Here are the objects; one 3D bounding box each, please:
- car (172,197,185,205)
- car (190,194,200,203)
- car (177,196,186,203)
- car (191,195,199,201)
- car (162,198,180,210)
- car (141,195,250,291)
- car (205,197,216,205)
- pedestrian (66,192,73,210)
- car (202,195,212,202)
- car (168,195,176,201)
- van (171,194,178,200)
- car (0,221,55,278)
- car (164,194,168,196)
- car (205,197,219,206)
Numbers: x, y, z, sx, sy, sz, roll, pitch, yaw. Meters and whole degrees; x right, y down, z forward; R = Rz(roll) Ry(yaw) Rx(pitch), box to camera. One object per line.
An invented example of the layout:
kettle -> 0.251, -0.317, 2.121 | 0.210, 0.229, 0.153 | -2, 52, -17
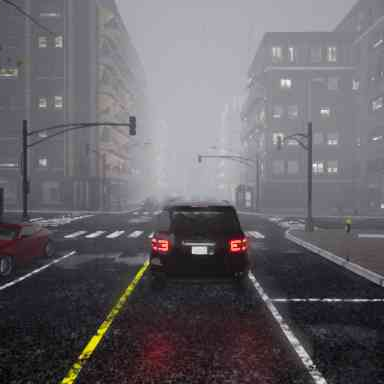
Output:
car -> -2.466, 1.563, 61.610 | 1.994, 1.385, 4.181 | 0, 0, 1
car -> 0.724, 1.354, 72.938 | 2.097, 1.767, 4.553 | 0, 0, 1
car -> -2.302, 1.522, 71.915 | 1.812, 1.442, 4.674 | 0, 0, 1
car -> 0.806, 1.477, 82.715 | 1.882, 1.535, 5.008 | 0, 0, 1
car -> -2.671, 1.562, 43.069 | 1.994, 1.385, 4.181 | 0, 0, 2
car -> 0.171, 1.221, 9.114 | 2.150, 2.045, 5.566 | 0, 0, 1
car -> 3.260, 1.543, 59.268 | 1.887, 1.381, 4.507 | 0, 0, 1
pedestrian -> -12.395, 0.902, 33.504 | 0.375, 1.860, 0.375 | 0, -1, 0
car -> 3.426, 1.440, 76.184 | 1.967, 1.590, 4.097 | 0, 0, 1
car -> -4.899, 1.525, 81.741 | 1.752, 1.417, 4.829 | 0, 0, 1
van -> -4.786, 1.340, 93.188 | 1.690, 1.788, 3.998 | 0, 0, 1
car -> -5.607, 1.581, 10.033 | 1.802, 1.307, 4.206 | 0, 0, 1
car -> -5.010, 1.314, 70.633 | 2.192, 1.841, 5.009 | 0, 0, 1
car -> 3.204, 1.549, 53.630 | 2.008, 1.369, 4.403 | 0, 0, 1
